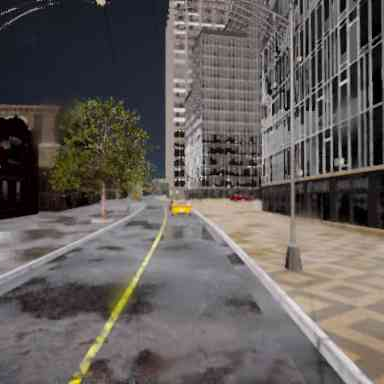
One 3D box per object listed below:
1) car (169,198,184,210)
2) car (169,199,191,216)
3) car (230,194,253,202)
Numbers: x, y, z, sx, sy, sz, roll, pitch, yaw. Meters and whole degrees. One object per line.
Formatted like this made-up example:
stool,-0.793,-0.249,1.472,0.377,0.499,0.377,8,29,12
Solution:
car,-2.184,1.655,45.848,1.812,1.442,4.674,0,0,-5
car,-1.133,1.574,33.744,1.882,1.535,5.008,0,0,-4
car,10.987,1.398,73.722,5.009,1.841,2.192,0,-1,13
